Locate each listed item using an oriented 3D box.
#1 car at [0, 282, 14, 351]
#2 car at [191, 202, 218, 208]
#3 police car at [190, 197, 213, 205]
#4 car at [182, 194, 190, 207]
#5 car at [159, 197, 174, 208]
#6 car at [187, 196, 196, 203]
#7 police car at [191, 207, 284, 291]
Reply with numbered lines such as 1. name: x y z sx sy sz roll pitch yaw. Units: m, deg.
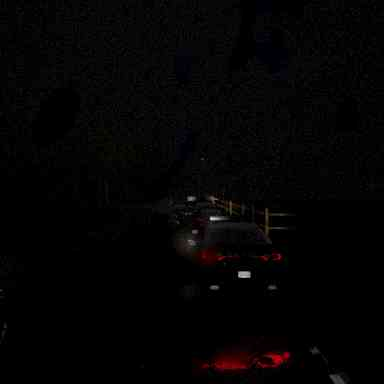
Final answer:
1. car: -3.608 1.566 3.183 1.994 1.385 4.181 0 0 0
2. car: 1.009 1.537 19.065 1.812 1.442 4.674 0 0 0
3. police car: 0.996 1.437 25.180 1.930 1.638 5.238 0 0 0
4. car: -0.047 1.503 50.928 2.128 1.511 4.902 0 0 0
5. car: -3.604 1.518 47.510 1.837 1.490 4.892 0 0 0
6. car: -0.149 1.595 69.562 1.895 1.301 4.718 0 0 0
7. police car: 1.030 1.432 9.167 1.930 1.638 5.238 0 0 0
